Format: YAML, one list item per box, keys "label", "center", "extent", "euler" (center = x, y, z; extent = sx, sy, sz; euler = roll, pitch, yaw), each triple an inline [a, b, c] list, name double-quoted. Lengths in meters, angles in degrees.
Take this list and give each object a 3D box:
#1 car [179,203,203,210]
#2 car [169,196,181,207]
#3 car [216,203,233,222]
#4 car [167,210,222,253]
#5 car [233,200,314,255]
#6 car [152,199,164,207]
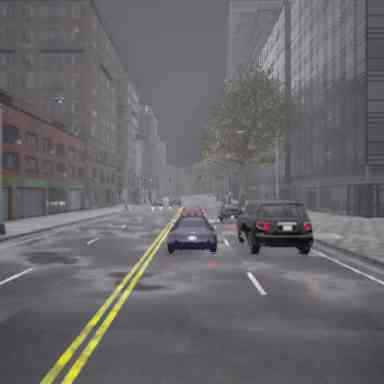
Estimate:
- label: "car"
  center: [0.016, 1.856, 29.104]
  extent: [1.895, 1.301, 4.718]
  euler: [0, 0, 0]
- label: "car"
  center: [-3.220, 1.738, 63.716]
  extent: [2.150, 2.045, 5.566]
  euler: [0, -1, 0]
- label: "car"
  center: [3.268, 1.765, 29.284]
  extent: [1.837, 1.490, 4.892]
  euler: [0, 0, 0]
- label: "car"
  center: [0.012, 1.694, 14.296]
  extent: [1.994, 1.385, 4.181]
  euler: [0, 0, 0]
- label: "car"
  center: [3.258, 1.343, 14.017]
  extent: [2.150, 2.045, 5.566]
  euler: [0, 0, 0]
- label: "car"
  center: [-6.473, 2.043, 63.440]
  extent: [1.837, 1.490, 4.892]
  euler: [0, -1, 0]
